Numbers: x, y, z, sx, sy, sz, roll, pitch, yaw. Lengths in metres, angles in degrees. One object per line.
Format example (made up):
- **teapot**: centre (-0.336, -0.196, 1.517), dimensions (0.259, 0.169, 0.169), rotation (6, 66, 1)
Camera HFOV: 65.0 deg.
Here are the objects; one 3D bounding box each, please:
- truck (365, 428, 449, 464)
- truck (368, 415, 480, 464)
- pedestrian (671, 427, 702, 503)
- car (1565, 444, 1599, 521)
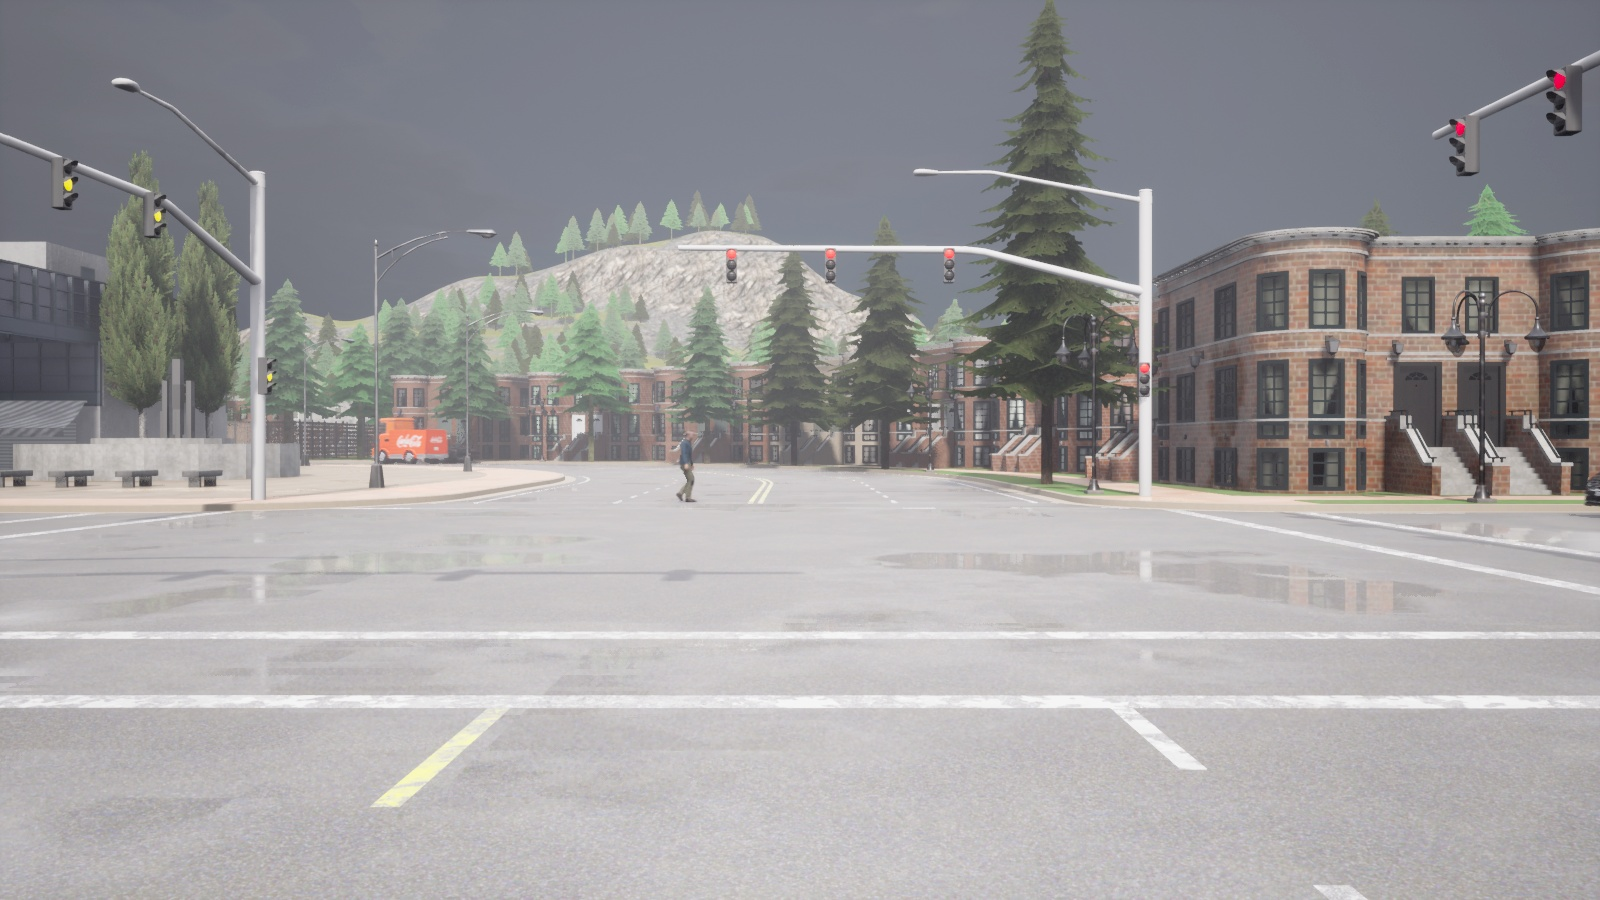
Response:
- **truck**: centre (-27.652, -0.262, 88.426), dimensions (5.204, 2.467, 2.627), rotation (0, 0, 25)
- **truck**: centre (-27.599, -0.778, 92.225), dimensions (7.936, 3.462, 2.891), rotation (0, 0, 24)
- **pedestrian**: centre (-2.785, 0.359, 30.803), dimensions (0.726, 1.842, 0.402), rotation (0, 0, 2)
- **car**: centre (17.884, 0.628, 24.422), dimensions (4.892, 1.490, 1.837), rotation (0, 0, 0)
